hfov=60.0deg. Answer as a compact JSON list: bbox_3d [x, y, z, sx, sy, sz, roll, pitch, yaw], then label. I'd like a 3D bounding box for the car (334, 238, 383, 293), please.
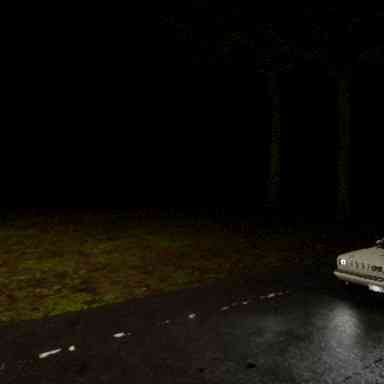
[{"bbox_3d":[5.448,1.605,7.882,4.718,1.301,1.895,0,0,-36],"label":"car"}]
